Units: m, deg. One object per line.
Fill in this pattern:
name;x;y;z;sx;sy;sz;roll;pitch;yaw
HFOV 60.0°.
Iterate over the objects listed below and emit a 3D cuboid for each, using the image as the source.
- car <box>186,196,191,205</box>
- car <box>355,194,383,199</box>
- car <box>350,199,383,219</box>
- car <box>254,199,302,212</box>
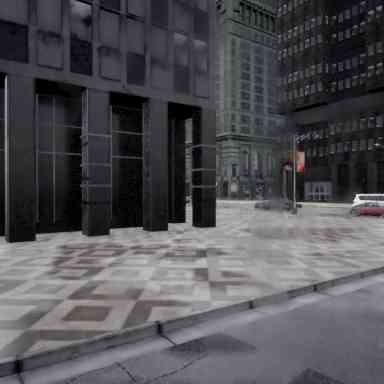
car;-2.710;1.343;56.294;2.097;1.767;4.553;0;0;-34
car;18.068;1.209;31.399;2.150;2.045;5.566;0;0;-34
car;15.943;1.558;28.752;1.994;1.385;4.181;0;0;-34
car;9.505;1.536;38.204;2.033;1.411;5.357;0;0;-34
